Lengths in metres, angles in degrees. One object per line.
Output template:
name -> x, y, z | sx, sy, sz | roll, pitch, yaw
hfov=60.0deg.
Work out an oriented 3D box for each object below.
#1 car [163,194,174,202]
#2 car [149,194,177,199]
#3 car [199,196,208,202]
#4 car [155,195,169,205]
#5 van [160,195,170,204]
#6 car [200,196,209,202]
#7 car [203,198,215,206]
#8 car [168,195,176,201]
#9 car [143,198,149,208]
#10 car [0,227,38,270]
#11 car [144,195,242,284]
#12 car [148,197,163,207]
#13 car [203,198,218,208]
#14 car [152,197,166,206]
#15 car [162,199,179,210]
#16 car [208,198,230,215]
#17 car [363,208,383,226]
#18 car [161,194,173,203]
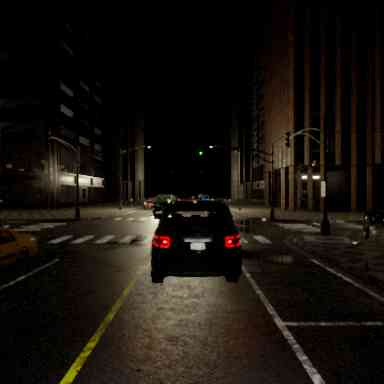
car -> -5.593, 1.490, 80.383 | 2.192, 1.841, 5.009 | 0, 0, 0
car -> -2.995, 1.293, 36.551 | 2.150, 2.045, 5.566 | 0, 0, 0
car -> 2.944, 1.757, 85.990 | 1.947, 1.339, 4.313 | 0, 0, 0
car -> -5.628, 1.447, 63.555 | 2.192, 1.841, 5.009 | 0, 0, 0
van -> -5.616, 1.487, 69.164 | 1.690, 1.788, 3.998 | 0, 0, 0
car -> 2.932, 1.741, 80.381 | 1.947, 1.339, 4.313 | 0, 0, 0
car -> 2.885, 1.684, 57.945 | 1.947, 1.339, 4.313 | 0, 0, 0
car -> -5.570, 1.647, 91.602 | 1.967, 1.590, 4.097 | 0, 0, 0
car -> -5.663, 1.533, 46.727 | 1.967, 1.590, 4.097 | 0, 0, 0
car -> -5.743, 1.541, 8.563 | 1.752, 1.417, 4.829 | 0, 0, 0
car -> 0.019, 1.242, 9.792 | 2.150, 2.045, 5.566 | 0, 0, -2
car -> -5.651, 1.546, 52.336 | 1.967, 1.590, 4.097 | 0, 0, 0
car -> 2.874, 1.657, 52.336 | 2.008, 1.369, 4.403 | 0, 0, 0
car -> -5.640, 1.669, 57.945 | 2.008, 1.369, 4.403 | 0, 0, 0
car -> -2.934, 1.657, 46.422 | 1.994, 1.385, 4.181 | 0, 0, 1
car -> 2.839, 1.510, 35.510 | 1.967, 1.590, 4.097 | 0, 0, 0
car -> 14.853, 1.611, 23.762 | 4.892, 1.490, 1.837 | 0, 0, 0
car -> -5.604, 1.475, 74.774 | 2.192, 1.841, 5.009 | 0, 0, 0
